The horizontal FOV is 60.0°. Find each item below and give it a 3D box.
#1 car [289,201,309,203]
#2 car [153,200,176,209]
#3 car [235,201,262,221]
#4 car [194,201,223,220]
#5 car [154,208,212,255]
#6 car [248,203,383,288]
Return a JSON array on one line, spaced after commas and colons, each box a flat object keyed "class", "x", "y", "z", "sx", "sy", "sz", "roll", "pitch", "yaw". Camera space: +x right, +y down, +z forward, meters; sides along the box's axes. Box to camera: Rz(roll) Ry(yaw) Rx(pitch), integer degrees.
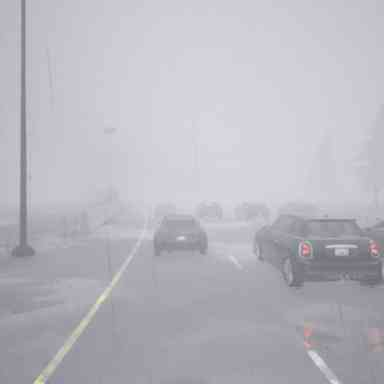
[{"class": "car", "x": 8.618, "y": 1.538, "z": 27.281, "sx": 1.837, "sy": 1.490, "sz": 4.892, "roll": 0, "pitch": 0, "yaw": -7}, {"class": "car", "x": -2.555, "y": 1.530, "z": 31.140, "sx": 1.882, "sy": 1.535, "sz": 5.008, "roll": 0, "pitch": 0, "yaw": -9}, {"class": "car", "x": 4.983, "y": 1.543, "z": 28.054, "sx": 1.837, "sy": 1.490, "sz": 4.892, "roll": 0, "pitch": 0, "yaw": -8}, {"class": "car", "x": 1.342, "y": 1.536, "z": 28.753, "sx": 2.128, "sy": 1.511, "sz": 4.902, "roll": 0, "pitch": 0, "yaw": -8}, {"class": "car", "x": -0.520, "y": 1.586, "z": 13.567, "sx": 1.994, "sy": 1.385, "sz": 4.181, "roll": 0, "pitch": 0, "yaw": -4}, {"class": "car", "x": 3.229, "y": 1.363, "z": 9.512, "sx": 2.097, "sy": 1.767, "sz": 4.553, "roll": 0, "pitch": 0, "yaw": -3}]
